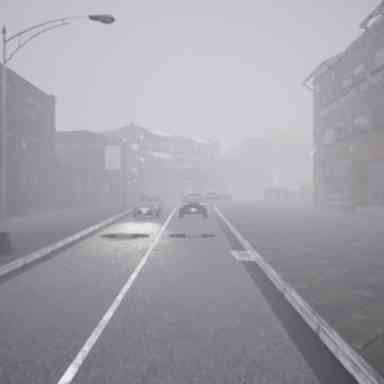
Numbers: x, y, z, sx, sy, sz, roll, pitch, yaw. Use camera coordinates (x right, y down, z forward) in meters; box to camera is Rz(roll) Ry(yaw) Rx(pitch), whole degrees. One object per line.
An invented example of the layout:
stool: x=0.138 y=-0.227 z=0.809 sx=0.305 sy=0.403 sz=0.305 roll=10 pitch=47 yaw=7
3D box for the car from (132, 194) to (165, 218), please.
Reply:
car: x=-3.038 y=0.940 z=23.993 sx=2.128 sy=1.511 sz=4.902 roll=0 pitch=2 yaw=1

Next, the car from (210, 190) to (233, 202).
car: x=3.497 y=0.486 z=42.000 sx=2.163 sy=1.488 sz=4.792 roll=0 pitch=0 yaw=31

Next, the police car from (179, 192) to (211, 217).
police car: x=0.093 y=0.931 z=24.687 sx=2.038 sy=1.542 sz=4.974 roll=0 pitch=2 yaw=0
